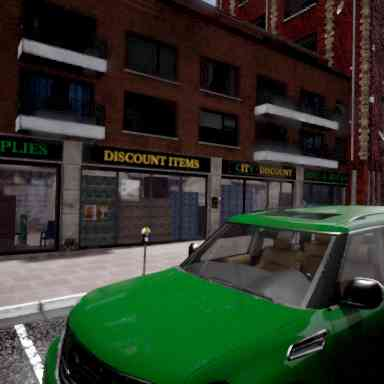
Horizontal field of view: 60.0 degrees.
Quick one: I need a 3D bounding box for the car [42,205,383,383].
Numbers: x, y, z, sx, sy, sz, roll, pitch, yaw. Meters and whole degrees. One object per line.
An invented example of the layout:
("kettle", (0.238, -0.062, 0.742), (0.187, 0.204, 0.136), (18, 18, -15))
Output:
("car", (1.323, 1.224, 3.891), (5.566, 2.045, 2.150), (0, 0, -36))
